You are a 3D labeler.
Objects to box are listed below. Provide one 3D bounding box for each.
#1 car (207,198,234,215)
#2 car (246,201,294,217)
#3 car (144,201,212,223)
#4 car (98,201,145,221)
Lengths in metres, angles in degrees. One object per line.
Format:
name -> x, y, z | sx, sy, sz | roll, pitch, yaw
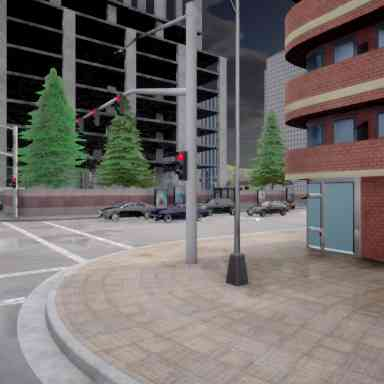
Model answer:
car -> 2.202, 1.407, 32.889 | 4.553, 1.767, 2.097 | 0, 0, -35
car -> 7.360, 1.581, 32.243 | 4.674, 1.442, 1.812 | 0, 0, -35
car -> -1.023, 1.656, 26.323 | 4.718, 1.301, 1.895 | 0, 0, -35
car -> -5.285, 1.547, 27.596 | 4.902, 1.511, 2.128 | 0, 0, -35
